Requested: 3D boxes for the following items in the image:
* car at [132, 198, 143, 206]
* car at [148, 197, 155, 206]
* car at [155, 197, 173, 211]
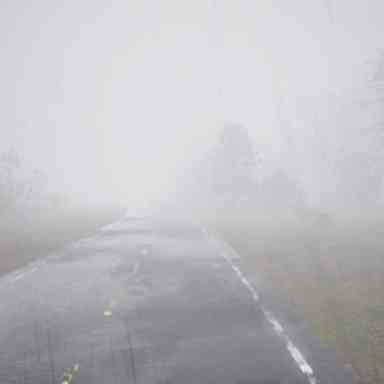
[{"bbox_3d":[-10.454,1.903,63.884,2.033,1.411,5.357,0,0,-13],"label":"car"},{"bbox_3d":[-7.070,1.697,62.750,2.097,1.767,4.553,0,0,-13],"label":"car"},{"bbox_3d":[-3.647,1.754,45.129,1.837,1.490,4.892,0,0,-9],"label":"car"}]
